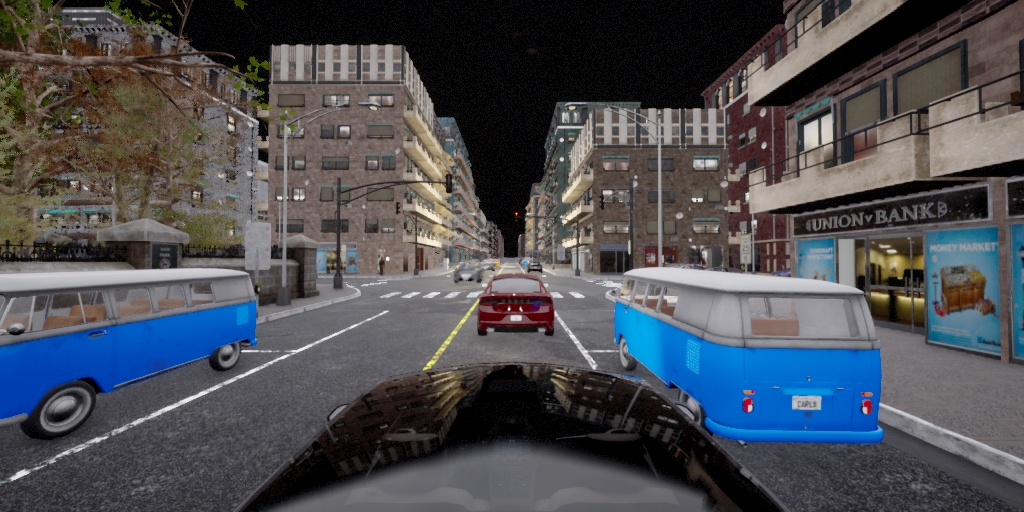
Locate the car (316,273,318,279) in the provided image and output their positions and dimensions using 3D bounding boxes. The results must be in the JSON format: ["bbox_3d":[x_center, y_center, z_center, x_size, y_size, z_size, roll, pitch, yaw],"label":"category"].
[{"bbox_3d":[-16.608,1.139,25.787,4.902,1.511,2.128,0,-1,1],"label":"car"}]

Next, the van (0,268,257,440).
[{"bbox_3d":[-5.657,1.092,5.095,1.690,1.789,3.998,0,0,0],"label":"van"}]

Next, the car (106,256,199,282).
[{"bbox_3d":[-25.835,0.949,25.898,4.553,1.767,2.097,0,-1,1],"label":"car"}]

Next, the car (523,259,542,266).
[{"bbox_3d":[2.685,1.330,43.041,1.948,1.339,4.313,0,0,0],"label":"car"}]

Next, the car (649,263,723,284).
[{"bbox_3d":[13.792,1.364,28.638,4.902,1.511,2.128,0,-1,1],"label":"car"}]

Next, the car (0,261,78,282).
[{"bbox_3d":[-35.362,1.093,26.015,5.357,1.411,2.033,0,-1,1],"label":"car"}]

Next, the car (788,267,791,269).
[{"bbox_3d":[23.119,1.451,28.527,4.674,1.442,1.812,0,-1,1],"label":"car"}]

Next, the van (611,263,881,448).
[{"bbox_3d":[2.658,1.092,5.094,1.690,1.789,3.998,0,0,0],"label":"van"}]

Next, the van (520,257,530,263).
[{"bbox_3d":[2.683,1.112,59.968,1.690,1.789,3.998,0,0,0],"label":"van"}]

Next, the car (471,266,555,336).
[{"bbox_3d":[0.096,1.230,10.456,1.882,1.535,5.008,0,0,0],"label":"car"}]

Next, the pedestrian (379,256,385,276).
[{"bbox_3d":[-12.544,0.968,34.481,0.375,1.860,0.375,0,-1,1],"label":"pedestrian"}]

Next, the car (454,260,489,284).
[{"bbox_3d":[-3.102,1.250,26.549,2.128,1.511,4.902,0,0,0],"label":"car"}]

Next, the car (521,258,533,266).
[{"bbox_3d":[2.684,1.317,48.684,2.007,1.370,4.403,0,0,0],"label":"car"}]

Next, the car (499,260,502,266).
[{"bbox_3d":[-3.084,1.250,61.663,1.882,1.535,5.008,0,0,0],"label":"car"}]

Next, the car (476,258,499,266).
[{"bbox_3d":[-3.106,1.257,45.701,2.128,1.511,4.902,0,0,0],"label":"car"}]
